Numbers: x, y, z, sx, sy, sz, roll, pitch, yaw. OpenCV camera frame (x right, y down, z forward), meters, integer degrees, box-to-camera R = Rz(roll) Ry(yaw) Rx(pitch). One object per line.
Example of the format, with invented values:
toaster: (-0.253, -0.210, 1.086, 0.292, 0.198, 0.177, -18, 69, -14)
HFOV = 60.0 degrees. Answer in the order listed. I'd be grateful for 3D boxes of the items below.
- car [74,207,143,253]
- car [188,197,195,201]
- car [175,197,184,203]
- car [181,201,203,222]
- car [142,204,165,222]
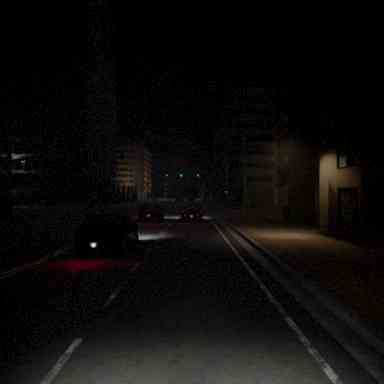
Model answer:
car: (-3.511, 1.644, 14.304, 1.837, 1.490, 4.892, 0, 0, 0)
car: (-0.107, 2.371, 94.769, 1.837, 1.490, 4.892, 0, -1, 0)
car: (-3.607, 2.226, 94.740, 2.097, 1.767, 4.553, 0, -1, 0)
car: (-0.027, 1.804, 29.389, 1.812, 1.442, 4.674, 0, 0, 0)
car: (-3.527, 1.757, 29.473, 1.882, 1.535, 5.008, 0, 0, 0)
